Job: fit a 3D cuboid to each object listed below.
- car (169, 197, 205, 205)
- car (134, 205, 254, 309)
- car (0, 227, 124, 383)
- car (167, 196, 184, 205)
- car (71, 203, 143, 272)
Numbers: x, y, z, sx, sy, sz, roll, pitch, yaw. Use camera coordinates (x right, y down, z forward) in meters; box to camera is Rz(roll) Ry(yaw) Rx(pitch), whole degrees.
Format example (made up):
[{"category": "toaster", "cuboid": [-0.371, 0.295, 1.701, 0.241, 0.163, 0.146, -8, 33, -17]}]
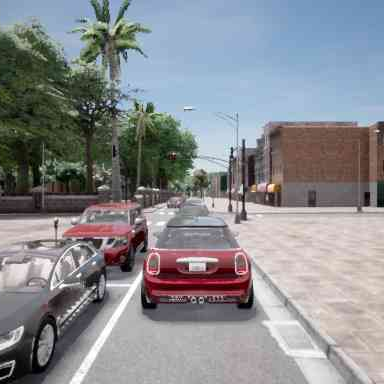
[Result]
[{"category": "car", "cuboid": [0.075, 1.363, 17.802, 2.097, 1.767, 4.553, 0, 0, -1]}, {"category": "car", "cuboid": [0.098, 1.354, 8.028, 2.097, 1.767, 4.553, 0, 0, 0]}, {"category": "car", "cuboid": [-2.638, 1.551, 5.489, 2.008, 1.369, 4.403, 0, 0, 0]}, {"category": "car", "cuboid": [-2.640, 1.543, 49.102, 1.967, 1.590, 4.097, 0, 0, 0]}, {"category": "car", "cuboid": [-2.639, 1.318, 10.953, 2.192, 1.841, 5.009, 0, 0, 0]}]
